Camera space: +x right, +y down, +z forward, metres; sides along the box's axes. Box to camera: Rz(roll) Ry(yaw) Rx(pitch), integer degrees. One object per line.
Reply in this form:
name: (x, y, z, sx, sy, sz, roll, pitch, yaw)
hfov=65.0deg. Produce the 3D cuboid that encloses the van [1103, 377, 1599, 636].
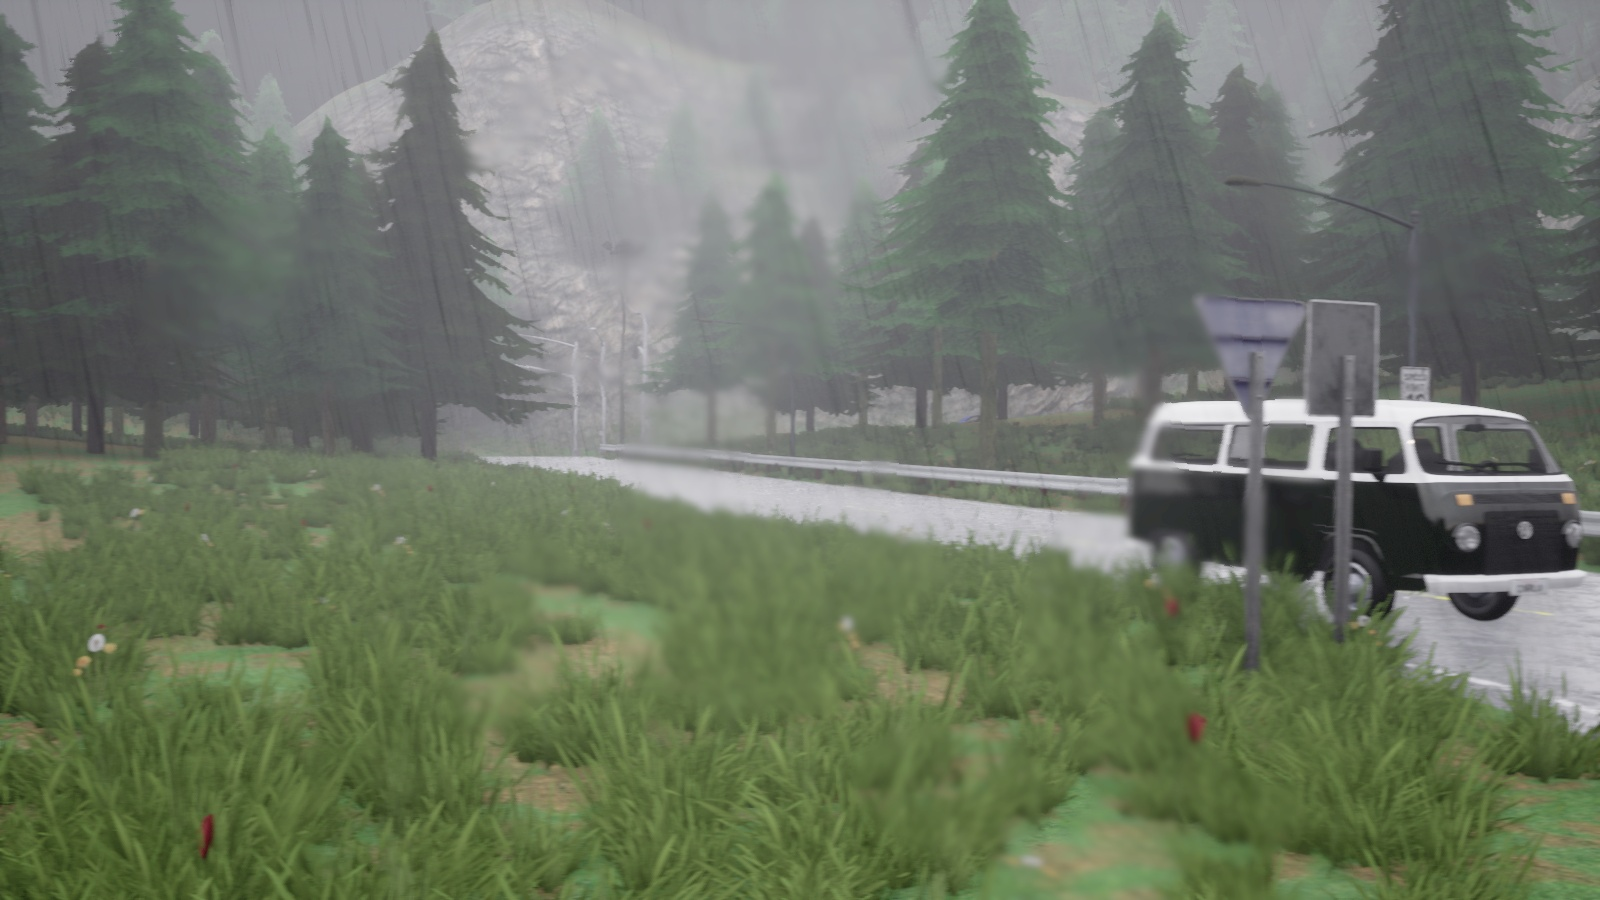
van: (5.176, 0.404, 12.312, 2.069, 2.038, 4.480, -1, 1, -21)
